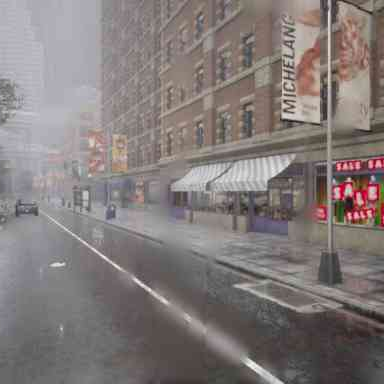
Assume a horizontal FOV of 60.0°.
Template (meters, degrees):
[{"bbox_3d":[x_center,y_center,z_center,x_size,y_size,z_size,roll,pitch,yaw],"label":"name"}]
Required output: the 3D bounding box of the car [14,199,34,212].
[{"bbox_3d":[-20.261,1.547,40.114,2.033,1.411,5.357,0,0,-27],"label":"car"}]

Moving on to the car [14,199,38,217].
[{"bbox_3d":[-15.674,1.492,31.517,2.128,1.511,4.902,0,0,-28],"label":"car"}]
